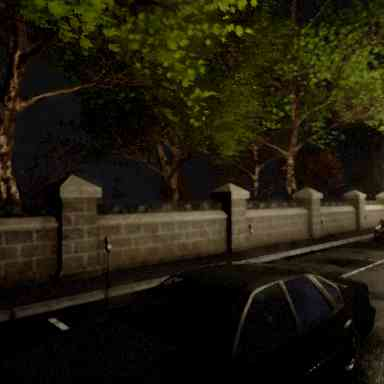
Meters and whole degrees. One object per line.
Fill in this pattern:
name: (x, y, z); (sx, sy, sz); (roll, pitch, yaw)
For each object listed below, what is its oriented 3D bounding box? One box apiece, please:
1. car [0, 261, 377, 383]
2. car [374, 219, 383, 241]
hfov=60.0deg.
car: (0.479, 1.651, 4.016); (5.357, 1.411, 2.033); (1, -2, -44)
car: (11.527, 1.861, 18.195); (4.097, 1.590, 1.967); (1, -2, -44)
